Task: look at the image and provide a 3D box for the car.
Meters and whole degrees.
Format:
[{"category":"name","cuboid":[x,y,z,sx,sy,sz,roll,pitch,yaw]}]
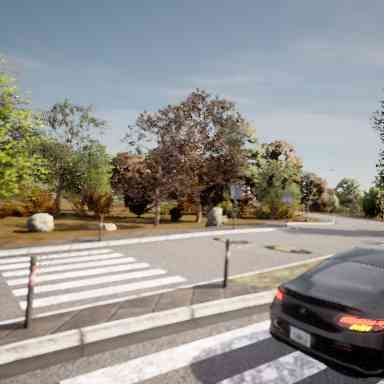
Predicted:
[{"category":"car","cuboid":[3.280,1.557,5.087,4.674,1.442,1.812,0,-1,-30]}]
